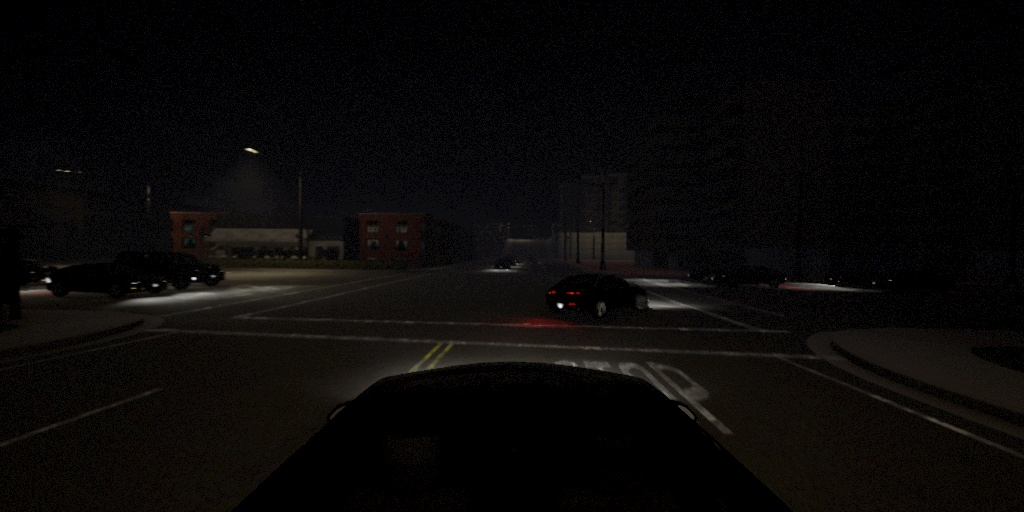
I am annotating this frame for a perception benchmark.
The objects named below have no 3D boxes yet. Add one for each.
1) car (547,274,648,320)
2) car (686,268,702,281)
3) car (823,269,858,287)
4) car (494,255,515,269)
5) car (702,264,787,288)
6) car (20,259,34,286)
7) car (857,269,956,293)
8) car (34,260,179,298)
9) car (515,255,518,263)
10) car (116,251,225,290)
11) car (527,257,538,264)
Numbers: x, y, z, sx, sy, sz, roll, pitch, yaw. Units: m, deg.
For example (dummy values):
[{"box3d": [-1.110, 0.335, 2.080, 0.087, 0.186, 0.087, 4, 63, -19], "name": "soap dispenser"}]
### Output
[{"box3d": [3.380, 1.412, 13.750, 4.892, 1.490, 1.837, 0, -2, -44], "name": "car"}, {"box3d": [16.991, 1.381, 29.443, 4.902, 1.511, 2.128, 1, 1, 2], "name": "car"}, {"box3d": [27.920, 1.748, 29.074, 4.181, 1.385, 1.994, 2, 1, 2], "name": "car"}, {"box3d": [-1.148, 0.908, 45.608, 2.033, 1.411, 5.357, 1, 1, 3], "name": "car"}, {"box3d": [16.995, 1.434, 25.942, 4.902, 1.511, 2.128, 1, 1, 2], "name": "car"}, {"box3d": [-29.569, 0.919, 21.470, 4.902, 1.511, 2.128, 1, 1, 6], "name": "car"}, {"box3d": [28.347, 1.742, 25.558, 4.902, 1.511, 2.128, 2, 1, 2], "name": "car"}, {"box3d": [-19.131, 1.101, 17.022, 4.892, 1.490, 1.837, 1, 1, 5], "name": "car"}, {"box3d": [-0.526, 0.724, 55.703, 1.837, 1.490, 4.892, 1, 1, 4], "name": "car"}, {"box3d": [-19.686, 0.760, 20.567, 5.566, 2.045, 2.150, 1, 1, 5], "name": "car"}, {"box3d": [3.630, 0.739, 64.204, 1.895, 1.301, 4.718, 1, 1, 3], "name": "car"}]
